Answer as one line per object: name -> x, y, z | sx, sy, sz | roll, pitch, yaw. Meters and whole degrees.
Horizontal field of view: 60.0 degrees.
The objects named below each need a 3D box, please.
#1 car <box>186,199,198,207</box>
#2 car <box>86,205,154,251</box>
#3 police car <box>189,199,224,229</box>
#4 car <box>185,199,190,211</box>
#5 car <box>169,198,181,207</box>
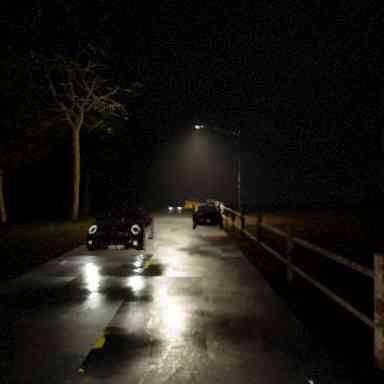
car -> 0.002, 1.883, 57.582 | 2.033, 1.411, 5.357 | 0, -1, 0
car -> -2.849, 1.376, 14.078 | 2.097, 1.767, 4.553 | 0, 0, 0
police car -> 0.963, 1.472, 22.005 | 1.930, 1.638, 5.238 | 0, 0, 0
car -> 0.040, 1.625, 43.601 | 1.882, 1.535, 5.008 | 0, 0, 1
car -> -2.798, 1.825, 56.840 | 1.837, 1.490, 4.892 | 0, -1, 1
